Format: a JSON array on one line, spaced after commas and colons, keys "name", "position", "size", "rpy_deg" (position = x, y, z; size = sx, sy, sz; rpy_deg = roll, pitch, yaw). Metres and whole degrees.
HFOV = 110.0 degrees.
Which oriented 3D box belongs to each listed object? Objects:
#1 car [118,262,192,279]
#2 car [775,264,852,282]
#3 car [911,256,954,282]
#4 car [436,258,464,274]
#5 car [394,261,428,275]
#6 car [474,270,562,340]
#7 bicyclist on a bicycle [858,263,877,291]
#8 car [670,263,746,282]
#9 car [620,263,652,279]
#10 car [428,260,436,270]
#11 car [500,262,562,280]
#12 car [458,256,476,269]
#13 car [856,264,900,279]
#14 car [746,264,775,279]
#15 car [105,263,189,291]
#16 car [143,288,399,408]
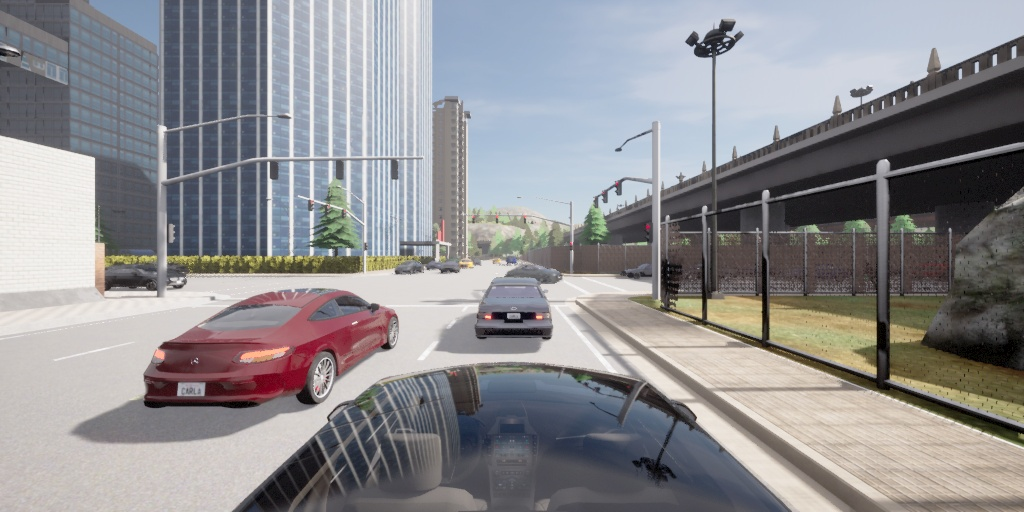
[{"name": "car", "position": [-32.225, 1.310, 32.473], "size": [4.892, 1.490, 1.837], "rpy_deg": [0, 0, -1]}, {"name": "car", "position": [24.616, 1.331, 29.173], "size": [4.674, 1.442, 1.812], "rpy_deg": [0, 0, 0]}, {"name": "car", "position": [35.740, 1.026, 29.216], "size": [5.566, 2.045, 2.150], "rpy_deg": [0, 0, 0]}, {"name": "car", "position": [-7.060, 1.298, 41.378], "size": [2.033, 1.411, 5.357], "rpy_deg": [0, 0, -3]}, {"name": "car", "position": [-11.121, 1.285, 39.150], "size": [1.812, 1.442, 4.674], "rpy_deg": [0, 0, 7]}, {"name": "car", "position": [0.078, 1.297, 9.994], "size": [2.033, 1.411, 5.357], "rpy_deg": [0, 0, 1]}, {"name": "bicyclist on a bicycle", "position": [18.263, 1.106, 18.173], "size": [0.582, 1.620, 1.656], "rpy_deg": [0, 0, 0]}, {"name": "car", "position": [15.660, 1.297, 29.145], "size": [4.902, 1.511, 2.128], "rpy_deg": [0, 0, 0]}, {"name": "car", "position": [12.716, 1.353, 32.632], "size": [5.357, 1.411, 2.033], "rpy_deg": [0, 0, 0]}, {"name": "car", "position": [-10.700, 1.314, 50.263], "size": [1.994, 1.385, 4.181], "rpy_deg": [0, 0, 0]}, {"name": "car", "position": [1.579, 1.337, 26.552], "size": [4.181, 1.385, 1.994], "rpy_deg": [0, 0, 26]}, {"name": "car", "position": [-7.205, 1.228, 56.245], "size": [1.882, 1.535, 5.008], "rpy_deg": [0, 0, 0]}, {"name": "car", "position": [32.233, 1.406, 32.708], "size": [4.718, 1.301, 1.895], "rpy_deg": [0, 0, 0]}, {"name": "car", "position": [22.306, 1.406, 32.674], "size": [4.718, 1.301, 1.895], "rpy_deg": [0, 0, 0]}, {"name": "car", "position": [-22.587, 1.331, 21.799], "size": [4.674, 1.442, 1.812], "rpy_deg": [0, 0, 0]}, {"name": "car", "position": [-3.450, 1.276, 6.174], "size": [1.812, 1.442, 4.674], "rpy_deg": [0, 0, 0]}]
